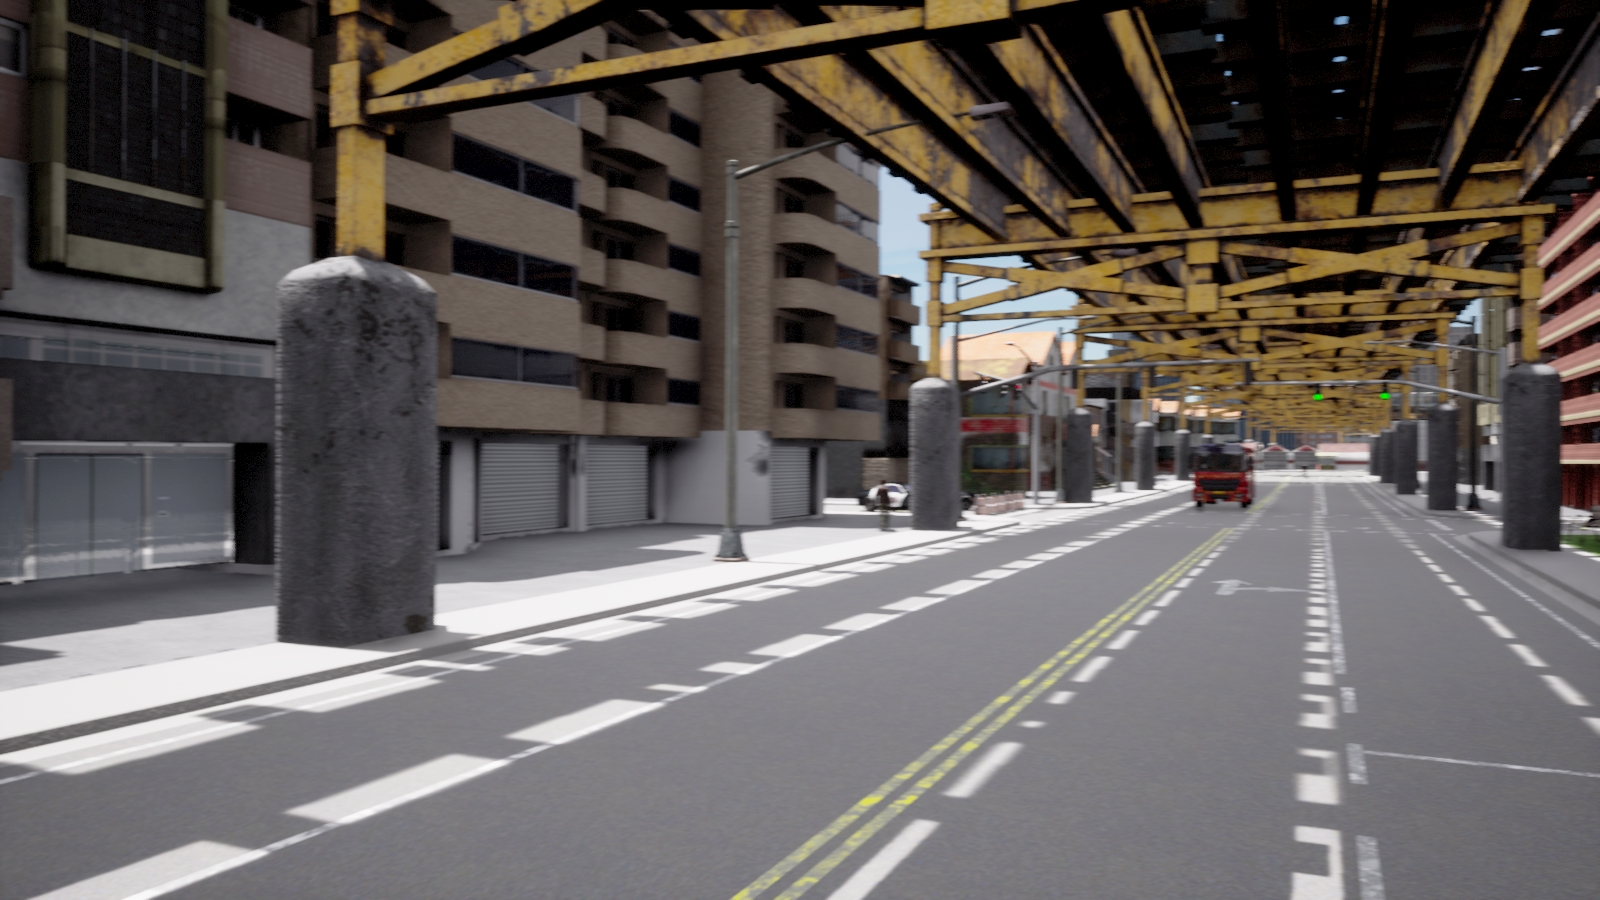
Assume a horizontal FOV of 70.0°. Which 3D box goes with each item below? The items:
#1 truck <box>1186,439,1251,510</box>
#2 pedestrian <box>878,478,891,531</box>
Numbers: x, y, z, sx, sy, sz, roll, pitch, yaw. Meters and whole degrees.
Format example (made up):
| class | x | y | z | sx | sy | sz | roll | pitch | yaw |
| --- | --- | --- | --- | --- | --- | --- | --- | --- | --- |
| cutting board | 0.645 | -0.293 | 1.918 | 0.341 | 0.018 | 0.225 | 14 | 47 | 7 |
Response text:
| class | x | y | z | sx | sy | sz | roll | pitch | yaw |
| --- | --- | --- | --- | --- | --- | --- | --- | --- | --- |
| truck | 24.330 | 1.323 | 66.151 | 2.891 | 3.827 | 8.468 | 0 | 0 | 24 |
| pedestrian | 2.972 | 1.920 | 40.399 | 0.375 | 1.860 | 0.375 | 0 | 0 | 17 |
